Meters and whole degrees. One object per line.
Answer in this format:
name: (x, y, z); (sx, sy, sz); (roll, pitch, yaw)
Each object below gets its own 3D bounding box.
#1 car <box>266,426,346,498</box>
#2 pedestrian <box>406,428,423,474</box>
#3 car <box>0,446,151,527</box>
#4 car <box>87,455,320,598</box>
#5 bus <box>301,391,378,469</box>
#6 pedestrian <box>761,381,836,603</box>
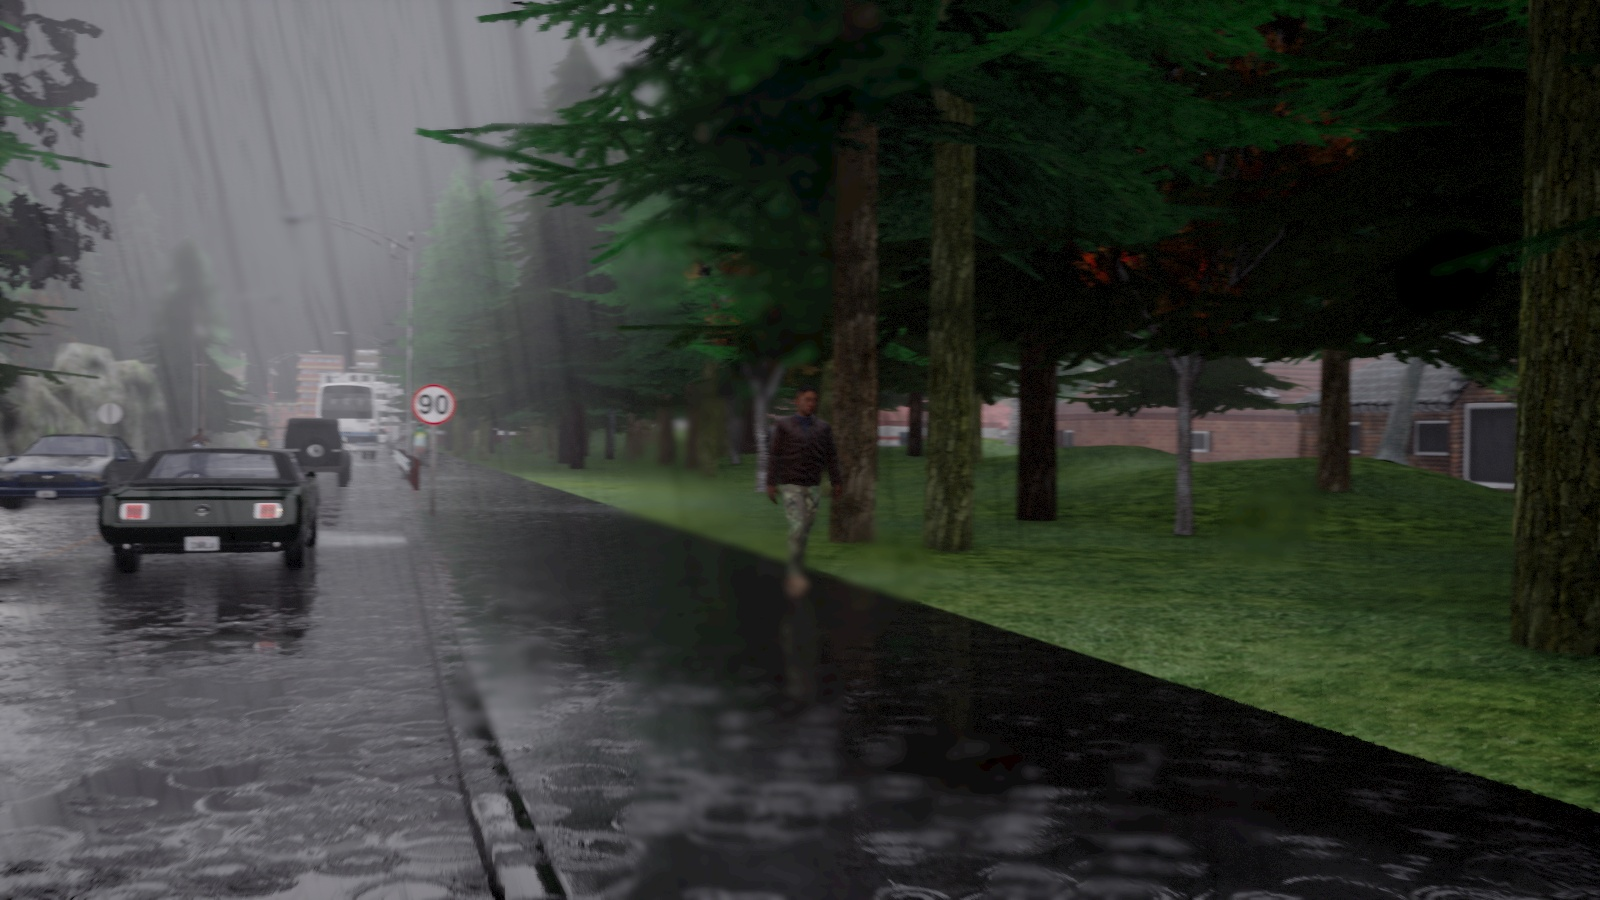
car: (-13.788, 0.288, 35.237); (1.905, 1.878, 3.866); (0, 1, -19)
pedestrian: (-16.771, 0.043, 54.627); (0.659, 1.952, 0.873); (0, 1, -19)
car: (-14.501, 0.635, 25.011); (2.033, 1.411, 5.357); (0, 1, -19)
car: (-6.683, 0.739, 14.557); (1.895, 1.301, 4.718); (0, 1, -19)
bus: (-26.984, -1.162, 74.021); (3.944, 4.253, 10.273); (0, 1, -19)
pedestrian: (-0.021, 0.345, 10.821); (0.431, 1.840, 0.703); (0, 1, -19)
